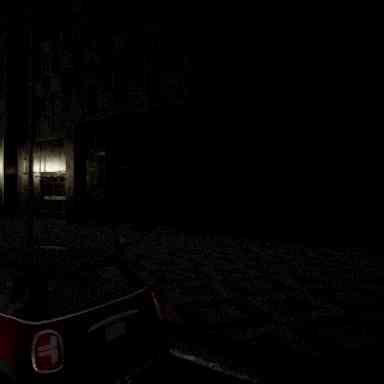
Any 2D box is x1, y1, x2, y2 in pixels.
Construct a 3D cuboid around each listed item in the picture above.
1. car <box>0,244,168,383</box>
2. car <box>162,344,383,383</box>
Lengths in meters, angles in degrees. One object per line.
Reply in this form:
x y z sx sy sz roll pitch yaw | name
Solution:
-2.358 1.441 4.529 4.097 1.590 1.967 0 0 36 | car
2.232 1.545 1.255 4.507 1.381 1.887 0 0 36 | car
